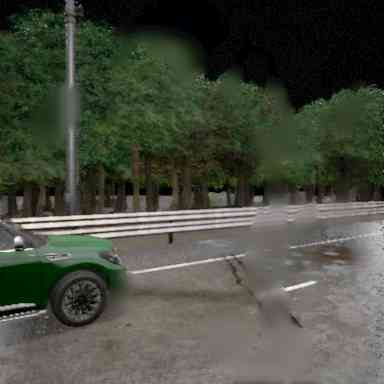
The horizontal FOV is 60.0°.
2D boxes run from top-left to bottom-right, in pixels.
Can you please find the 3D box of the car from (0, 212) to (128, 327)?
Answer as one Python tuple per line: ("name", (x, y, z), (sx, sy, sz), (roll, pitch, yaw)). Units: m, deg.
("car", (-3.853, 1.223, 5.316), (5.566, 2.045, 2.150), (0, 0, -36))
